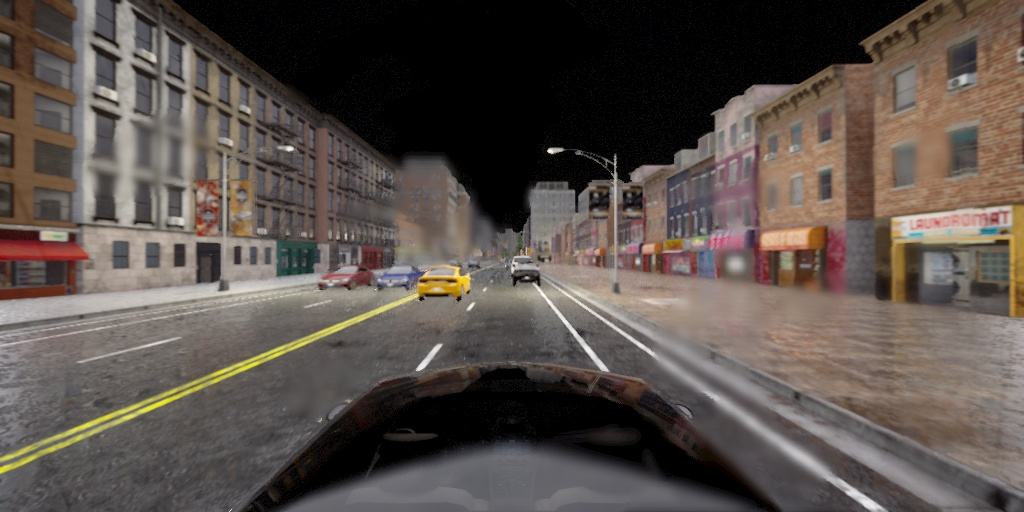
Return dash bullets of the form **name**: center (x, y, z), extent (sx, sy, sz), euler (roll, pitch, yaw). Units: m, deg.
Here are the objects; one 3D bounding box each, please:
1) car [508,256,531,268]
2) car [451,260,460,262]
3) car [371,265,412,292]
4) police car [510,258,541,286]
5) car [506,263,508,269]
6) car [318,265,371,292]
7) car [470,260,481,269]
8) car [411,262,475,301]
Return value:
- **car**: center (0.973, 1.018, 35.540), extent (2.150, 2.045, 5.566), euler (0, 0, 0)
- **car**: center (-9.789, 1.474, 62.133), extent (1.812, 1.442, 4.674), euler (0, 0, 1)
- **car**: center (-6.604, 1.294, 21.778), extent (1.812, 1.442, 4.674), euler (0, 0, 0)
- **police car**: center (0.974, 1.199, 25.618), extent (1.930, 1.638, 5.238), euler (0, 0, 0)
- **car**: center (-0.004, 1.486, 60.303), extent (2.033, 1.411, 5.357), euler (0, 0, 0)
- **car**: center (-9.849, 1.294, 21.780), extent (1.812, 1.442, 4.674), euler (0, 0, 0)
- **car**: center (-6.542, 1.426, 62.131), extent (1.882, 1.535, 5.008), euler (0, 0, 1)
- **car**: center (-3.151, 1.241, 17.466), extent (1.882, 1.535, 5.008), euler (0, 0, 0)
